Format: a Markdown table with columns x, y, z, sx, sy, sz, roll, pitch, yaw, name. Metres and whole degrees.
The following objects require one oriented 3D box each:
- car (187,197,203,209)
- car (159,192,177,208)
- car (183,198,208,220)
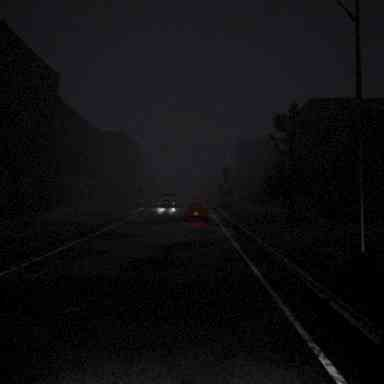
| x | y | z | sx | sy | sz | roll | pitch | yaw | name |
| --- | --- | --- | --- | --- | --- | --- | --- | --- | --- |
| 0.436 | 1.401 | 43.539 | 1.994 | 1.385 | 4.181 | 0 | 0 | 0 | car |
| -3.230 | 1.042 | 45.617 | 2.150 | 2.045 | 5.566 | 0 | 0 | 1 | car |
| 0.307 | 1.411 | 27.247 | 1.882 | 1.535 | 5.008 | 0 | 1 | 0 | car |
